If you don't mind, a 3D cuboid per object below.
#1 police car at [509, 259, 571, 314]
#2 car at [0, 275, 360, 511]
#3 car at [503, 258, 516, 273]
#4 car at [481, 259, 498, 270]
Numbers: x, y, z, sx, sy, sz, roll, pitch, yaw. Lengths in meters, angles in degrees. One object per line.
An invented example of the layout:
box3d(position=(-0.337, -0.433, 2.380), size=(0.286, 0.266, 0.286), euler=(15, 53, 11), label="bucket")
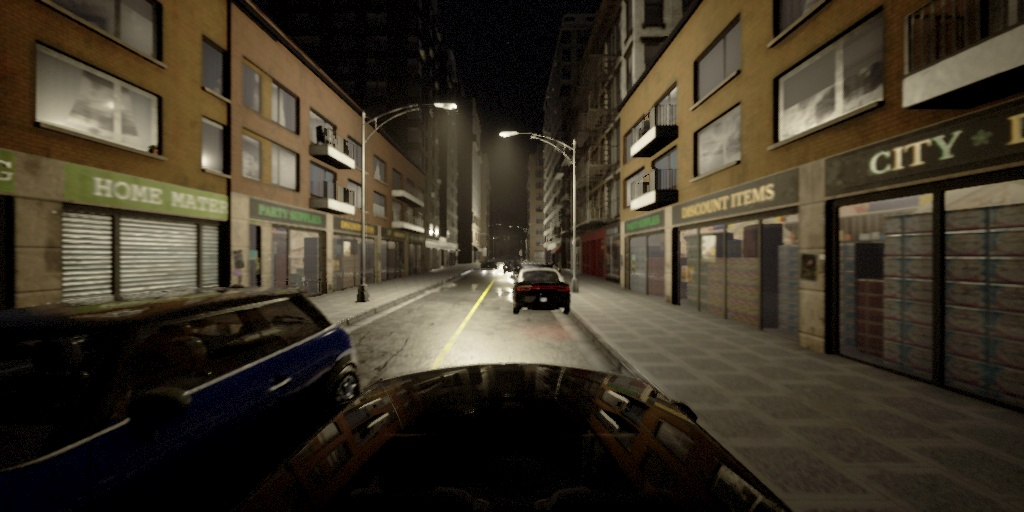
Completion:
box3d(position=(0.962, 1.098, 13.471), size=(1.930, 1.638, 5.238), euler=(0, 0, 0), label="police car")
box3d(position=(-2.849, 1.098, 2.338), size=(2.097, 1.767, 4.553), euler=(0, 0, 0), label="car")
box3d(position=(0.043, 1.124, 37.531), size=(1.895, 1.301, 4.718), euler=(0, 0, 0), label="car")
box3d(position=(-2.834, 1.042, 45.335), size=(1.994, 1.385, 4.181), euler=(0, 0, 0), label="car")
